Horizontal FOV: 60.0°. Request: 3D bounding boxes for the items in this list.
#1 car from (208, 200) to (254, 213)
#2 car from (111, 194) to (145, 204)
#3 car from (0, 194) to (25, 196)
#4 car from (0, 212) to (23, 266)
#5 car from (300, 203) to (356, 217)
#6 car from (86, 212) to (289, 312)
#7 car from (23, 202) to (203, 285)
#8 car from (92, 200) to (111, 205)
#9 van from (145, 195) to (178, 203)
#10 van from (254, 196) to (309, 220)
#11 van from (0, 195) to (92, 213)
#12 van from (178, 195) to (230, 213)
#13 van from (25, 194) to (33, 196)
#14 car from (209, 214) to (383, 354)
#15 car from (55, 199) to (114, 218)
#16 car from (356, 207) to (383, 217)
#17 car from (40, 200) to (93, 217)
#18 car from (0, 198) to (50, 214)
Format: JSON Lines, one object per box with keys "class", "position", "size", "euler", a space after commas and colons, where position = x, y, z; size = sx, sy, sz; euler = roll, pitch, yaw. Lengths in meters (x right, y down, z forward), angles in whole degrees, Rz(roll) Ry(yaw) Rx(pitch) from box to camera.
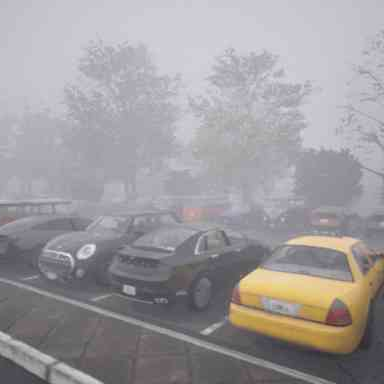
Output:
{"class": "car", "position": [3.466, 1.472, 21.728], "size": [2.097, 1.535, 5.008], "euler": [0, 0, 36]}
{"class": "car", "position": [-3.303, 1.234, 26.548], "size": [2.435, 2.045, 5.566], "euler": [0, 0, 36]}
{"class": "car", "position": [-21.406, 1.271, 39.549], "size": [2.435, 2.045, 5.566], "euler": [0, 0, 36]}
{"class": "car", "position": [-4.203, 1.506, 11.162], "size": [2.163, 1.488, 4.792], "euler": [0, 0, 36]}
{"class": "car", "position": [7.978, 1.502, 18.517], "size": [2.163, 1.488, 4.792], "euler": [0, 0, 36]}
{"class": "car", "position": [0.286, 1.477, 7.894], "size": [2.231, 1.521, 4.892], "euler": [0, 0, 36]}
{"class": "car", "position": [-1.950, 1.349, 9.546], "size": [2.185, 1.767, 4.553], "euler": [0, 0, 36]}
{"class": "car", "position": [-5.554, 1.239, 28.164], "size": [2.435, 2.045, 5.566], "euler": [0, 0, 36]}
{"class": "van", "position": [-1.106, 1.255, 24.861], "size": [1.878, 1.987, 4.442], "euler": [0, 0, 36]}
{"class": "van", "position": [5.662, 1.245, 20.011], "size": [1.878, 1.987, 4.442], "euler": [0, 0, 35]}
{"class": "van", "position": [-6.408, 1.255, 12.853], "size": [1.878, 1.987, 4.442], "euler": [0, 0, 36]}
{"class": "van", "position": [1.281, 1.251, 23.434], "size": [1.878, 1.987, 4.442], "euler": [0, 0, 36]}
{"class": "van", "position": [-14.572, 1.283, 34.819], "size": [1.878, 1.987, 4.442], "euler": [0, 0, 36]}
{"class": "car", "position": [2.646, 1.480, 6.435], "size": [1.946, 1.575, 5.366], "euler": [0, 0, 36]}
{"class": "car", "position": [-10.041, 1.499, 31.415], "size": [2.097, 1.535, 5.008], "euler": [0, 0, 36]}
{"class": "car", "position": [10.121, 1.509, 16.977], "size": [2.163, 1.488, 4.792], "euler": [0, 0, 36]}
{"class": "car", "position": [-12.387, 1.544, 33.110], "size": [2.002, 1.452, 4.674], "euler": [0, 0, 36]}
{"class": "car", "position": [-19.041, 1.517, 37.878], "size": [2.097, 1.535, 5.008], "euler": [0, 0, 36]}
